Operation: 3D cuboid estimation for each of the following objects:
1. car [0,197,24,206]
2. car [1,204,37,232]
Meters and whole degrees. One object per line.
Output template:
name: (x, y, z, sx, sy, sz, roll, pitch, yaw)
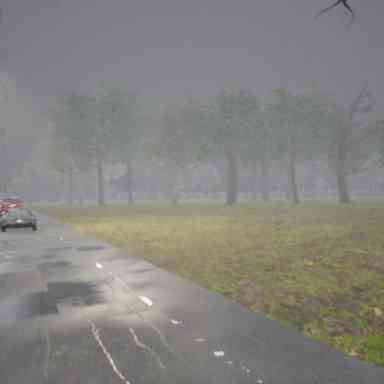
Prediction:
car: (-19.538, 1.569, 36.172, 2.150, 2.045, 5.566, -1, 0, -29)
car: (-11.539, 1.765, 22.146, 1.994, 1.385, 4.181, -1, 0, -29)
